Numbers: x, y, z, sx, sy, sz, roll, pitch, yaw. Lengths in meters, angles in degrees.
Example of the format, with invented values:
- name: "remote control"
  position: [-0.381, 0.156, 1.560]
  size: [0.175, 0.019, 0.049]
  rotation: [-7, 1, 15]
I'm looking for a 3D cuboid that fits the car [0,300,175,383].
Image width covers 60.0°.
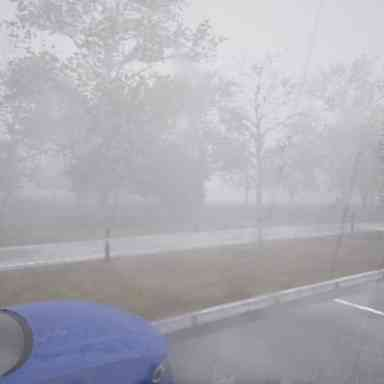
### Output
- name: "car"
  position: [-2.464, 1.471, 2.216]
  size: [5.008, 1.535, 2.097]
  rotation: [0, 0, -35]
